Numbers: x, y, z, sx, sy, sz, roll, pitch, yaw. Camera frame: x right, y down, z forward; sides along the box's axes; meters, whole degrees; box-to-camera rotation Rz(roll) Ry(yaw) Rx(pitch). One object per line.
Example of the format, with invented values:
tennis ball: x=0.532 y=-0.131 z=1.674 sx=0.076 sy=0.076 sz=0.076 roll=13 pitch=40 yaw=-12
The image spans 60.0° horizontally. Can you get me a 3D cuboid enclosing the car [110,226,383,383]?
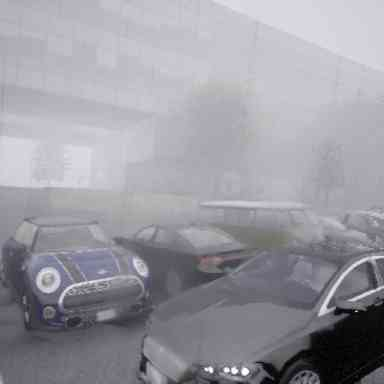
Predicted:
car: x=1.660 y=1.503 z=4.561 sx=4.902 sy=1.511 sz=2.128 roll=0 pitch=0 yaw=-35

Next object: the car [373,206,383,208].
car: x=8.757 y=1.403 z=15.171 sx=2.185 sy=1.767 sz=4.553 roll=0 pitch=0 yaw=-35

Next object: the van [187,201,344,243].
van: x=1.984 y=1.277 z=10.237 sx=1.878 sy=1.987 sz=4.442 roll=0 pitch=0 yaw=-35

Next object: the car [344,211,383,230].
car: x=4.186 y=1.513 z=11.958 sx=2.231 sy=1.521 sz=4.892 roll=0 pitch=0 yaw=-35

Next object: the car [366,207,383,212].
car: x=6.468 y=1.521 z=13.571 sx=2.231 sy=1.521 sz=4.892 roll=0 pitch=0 yaw=-35
